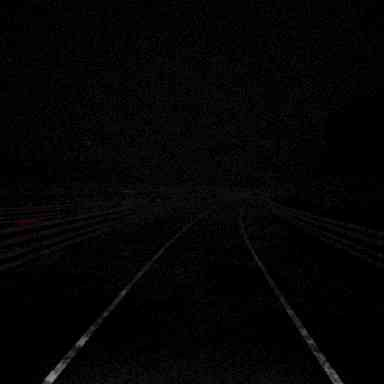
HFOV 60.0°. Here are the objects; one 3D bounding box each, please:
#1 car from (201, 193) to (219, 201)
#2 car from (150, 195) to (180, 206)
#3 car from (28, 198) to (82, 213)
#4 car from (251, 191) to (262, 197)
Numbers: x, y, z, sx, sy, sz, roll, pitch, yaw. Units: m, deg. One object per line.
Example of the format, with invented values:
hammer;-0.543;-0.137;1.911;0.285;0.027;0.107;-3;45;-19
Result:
car;3.163;0.781;58.125;1.994;1.385;4.181;0;2;27
car;-3.583;1.045;44.919;2.033;1.411;5.357;1;1;27
car;-11.799;1.263;28.879;2.128;1.511;4.902;1;1;27
car;16.391;0.488;83.946;1.837;1.490;4.892;1;1;27
